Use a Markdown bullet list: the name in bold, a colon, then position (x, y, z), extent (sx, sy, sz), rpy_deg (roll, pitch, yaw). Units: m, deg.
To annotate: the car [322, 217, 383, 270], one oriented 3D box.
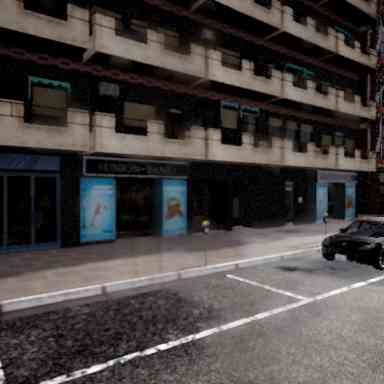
- **car**: position (6.087, 1.521, 10.901), extent (4.313, 1.339, 1.947), rpy_deg (0, 0, -36)
